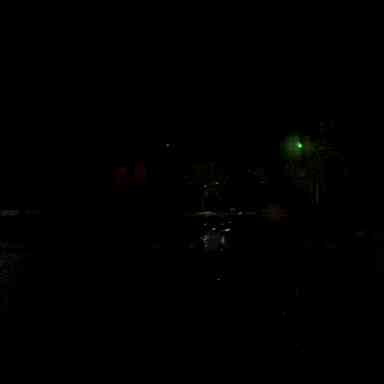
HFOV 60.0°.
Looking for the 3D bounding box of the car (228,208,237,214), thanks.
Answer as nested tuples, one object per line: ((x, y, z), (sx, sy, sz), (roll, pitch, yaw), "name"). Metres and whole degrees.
((9.640, 4.463, 78.393), (1.994, 1.385, 4.181), (-1, -2, 9), "car")

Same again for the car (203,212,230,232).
((2.096, 2.770, 29.351), (1.895, 1.301, 4.718), (-1, -2, 9), "car")
